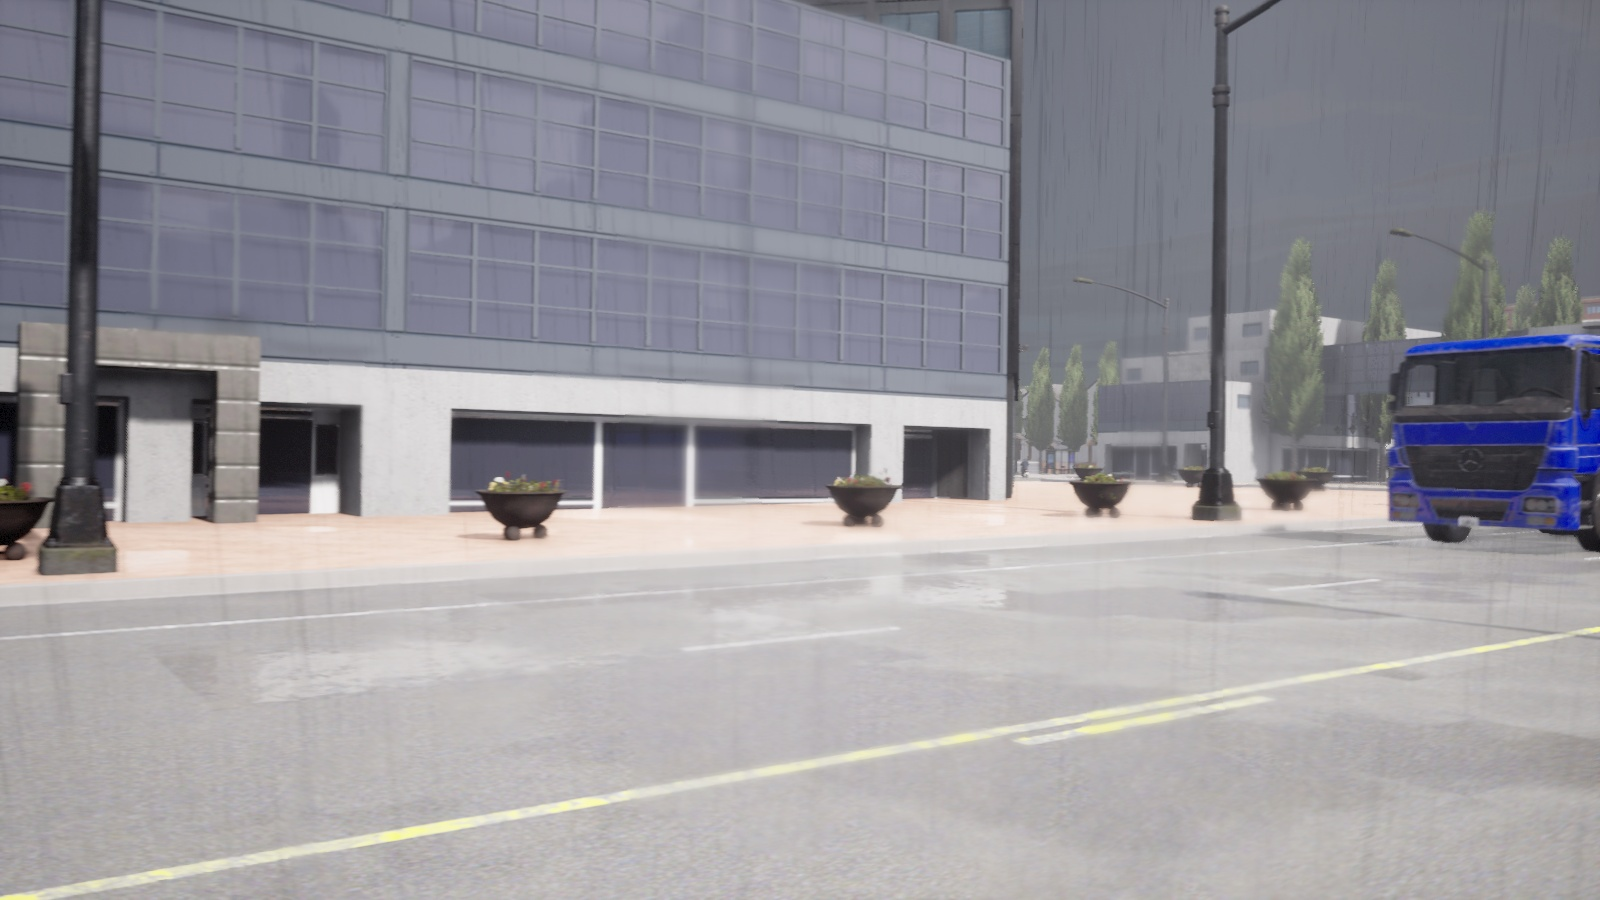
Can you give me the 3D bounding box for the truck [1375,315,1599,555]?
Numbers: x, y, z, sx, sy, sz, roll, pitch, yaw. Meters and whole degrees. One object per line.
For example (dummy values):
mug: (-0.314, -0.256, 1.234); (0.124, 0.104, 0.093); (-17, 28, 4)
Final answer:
truck: (13.463, -0.210, 21.559); (7.936, 3.462, 2.891); (0, 0, -35)
